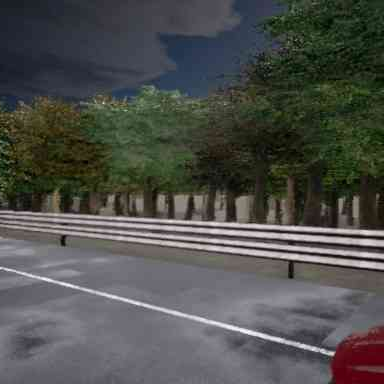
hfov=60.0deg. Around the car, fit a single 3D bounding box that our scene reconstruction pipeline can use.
[{"bbox_3d":[3.331,1.464,1.617,5.008,1.535,1.882,0,0,35],"label":"car"}]
